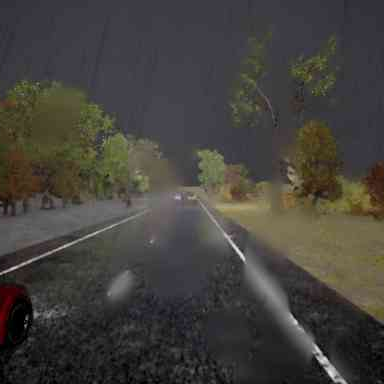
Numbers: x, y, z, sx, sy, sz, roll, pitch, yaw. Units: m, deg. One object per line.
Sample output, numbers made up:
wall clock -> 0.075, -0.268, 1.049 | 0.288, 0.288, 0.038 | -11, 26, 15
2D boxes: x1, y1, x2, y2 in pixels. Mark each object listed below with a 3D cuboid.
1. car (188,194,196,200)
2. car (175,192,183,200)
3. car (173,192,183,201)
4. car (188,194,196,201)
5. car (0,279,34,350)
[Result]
car -> 0.003, 1.346, 91.175 | 2.033, 1.411, 5.357 | 0, 0, 0
car -> -3.496, 1.031, 91.205 | 2.150, 2.045, 5.566 | 0, 0, 0
car -> -3.498, 1.446, 81.169 | 1.812, 1.442, 4.674 | 0, 0, 0
car -> 0.002, 1.400, 80.753 | 1.882, 1.535, 5.008 | 0, 0, 0
car -> -3.499, 1.563, 3.602 | 1.994, 1.385, 4.181 | 0, 0, 0
